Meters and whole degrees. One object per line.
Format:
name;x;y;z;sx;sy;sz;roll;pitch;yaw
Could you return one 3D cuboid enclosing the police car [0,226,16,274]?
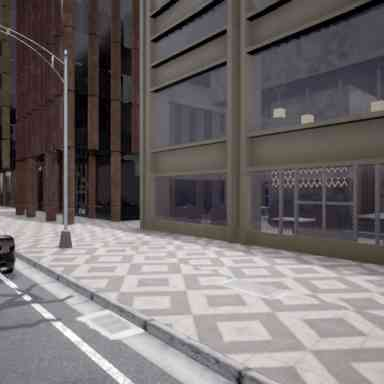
police car;-6.727;1.424;9.790;1.930;1.638;5.238;0;0;-41
